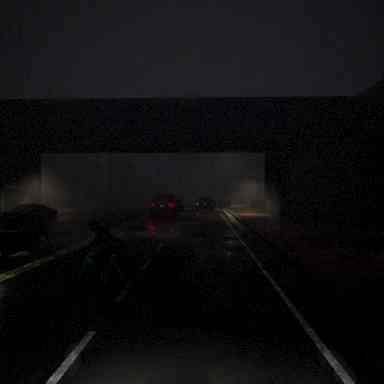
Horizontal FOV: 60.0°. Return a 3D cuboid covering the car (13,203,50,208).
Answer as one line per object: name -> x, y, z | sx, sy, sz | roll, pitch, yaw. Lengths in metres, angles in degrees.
car -> -9.902, 1.477, 20.040 | 1.882, 1.535, 5.008 | 0, 0, 2

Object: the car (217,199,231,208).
car -> 3.996, 1.601, 47.745 | 1.895, 1.301, 4.718 | 0, 0, 30

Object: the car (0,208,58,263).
car -> -6.714, 1.504, 11.488 | 1.837, 1.490, 4.892 | 0, 0, 2

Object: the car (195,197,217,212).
car -> 1.529, 1.352, 38.860 | 2.097, 1.767, 4.553 | 0, 0, 3

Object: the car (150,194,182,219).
car -> -2.351, 1.221, 29.597 | 2.150, 2.045, 5.566 | 0, 0, 2

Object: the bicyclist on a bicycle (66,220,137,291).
bicyclist on a bicycle -> -2.056, 1.452, 7.530 | 1.656, 1.620, 0.582 | 0, 0, 2

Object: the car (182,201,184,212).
car -> -2.004, 1.564, 38.938 | 1.994, 1.385, 4.181 | 0, 0, 1
